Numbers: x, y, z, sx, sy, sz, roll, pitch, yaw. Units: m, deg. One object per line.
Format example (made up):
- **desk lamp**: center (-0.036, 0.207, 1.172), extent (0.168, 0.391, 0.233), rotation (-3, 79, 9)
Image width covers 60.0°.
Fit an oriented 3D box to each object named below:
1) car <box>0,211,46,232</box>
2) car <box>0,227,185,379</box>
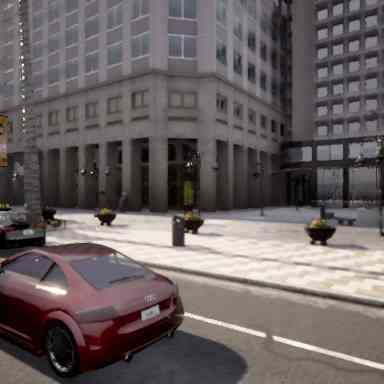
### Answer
- **car**: center (-7.831, 1.503, 13.376), extent (4.786, 1.482, 2.161), rotation (0, 0, 35)
- **car**: center (-2.181, 1.561, 5.562), extent (4.181, 1.385, 1.994), rotation (0, 0, 35)
